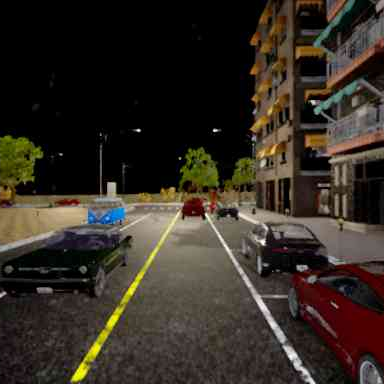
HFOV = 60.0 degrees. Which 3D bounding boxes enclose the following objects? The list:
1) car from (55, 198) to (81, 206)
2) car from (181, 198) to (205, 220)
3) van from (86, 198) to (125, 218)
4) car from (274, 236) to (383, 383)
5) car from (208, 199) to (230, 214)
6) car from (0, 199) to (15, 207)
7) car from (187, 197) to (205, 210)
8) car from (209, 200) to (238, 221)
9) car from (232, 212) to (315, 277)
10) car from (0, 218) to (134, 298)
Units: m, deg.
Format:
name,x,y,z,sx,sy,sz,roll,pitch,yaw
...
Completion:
name,x,y,z,sx,sy,sz,roll,pitch,yaw
car,-20.578,1.698,55.260,4.206,1.307,1.802,-1,1,0
car,0.106,1.415,27.852,1.882,1.535,5.008,0,0,0
van,-5.339,1.294,21.047,1.690,1.788,3.998,0,0,0
car,2.569,1.572,4.415,1.802,1.307,4.206,0,0,0
car,2.704,1.467,34.449,1.887,1.381,4.507,0,0,0
car,-31.660,1.831,55.127,4.206,1.307,1.802,-1,1,0
car,0.572,1.430,42.379,1.812,1.442,4.674,0,0,7
car,2.670,1.491,26.520,2.008,1.369,4.403,0,0,0
car,2.570,1.529,9.942,2.008,1.369,4.403,0,0,0
car,-2.825,1.582,8.598,1.895,1.301,4.718,0,0,0
